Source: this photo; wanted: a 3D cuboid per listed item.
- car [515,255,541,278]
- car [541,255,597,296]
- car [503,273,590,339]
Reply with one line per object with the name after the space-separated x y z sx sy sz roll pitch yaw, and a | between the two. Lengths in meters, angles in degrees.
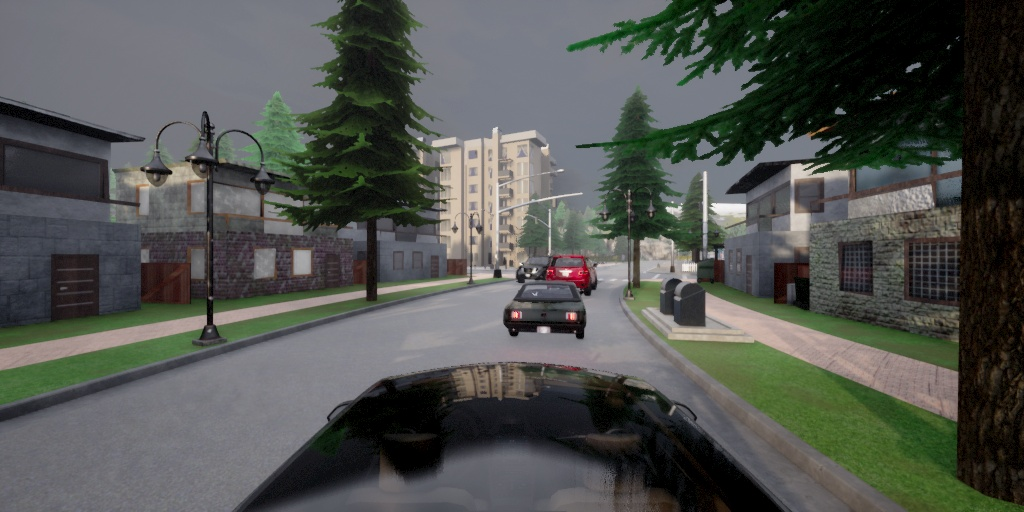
2.178 0.965 26.890 2.150 2.045 5.566 0 0 24 | car
3.369 0.971 19.631 2.150 2.045 5.566 0 0 18 | car
1.073 1.351 10.135 1.895 1.301 4.718 0 0 9 | car
